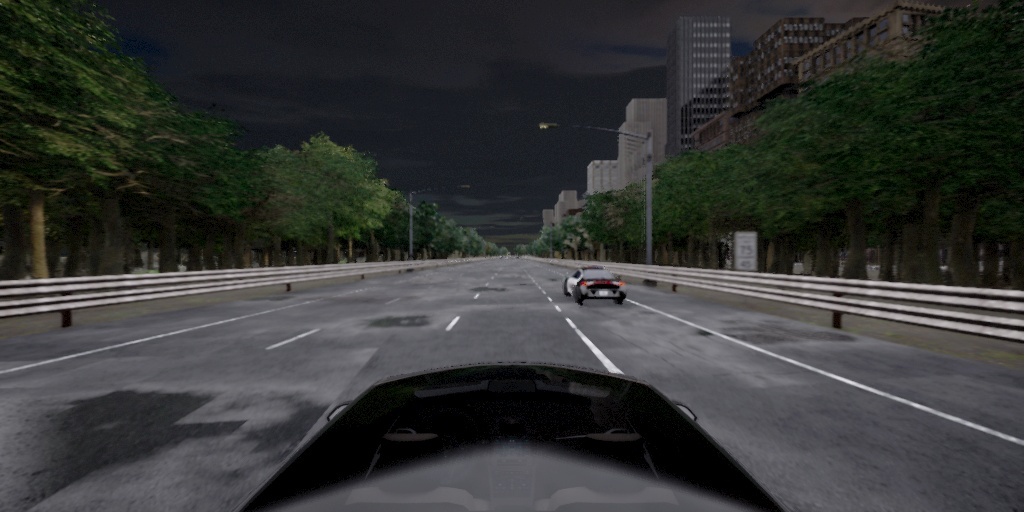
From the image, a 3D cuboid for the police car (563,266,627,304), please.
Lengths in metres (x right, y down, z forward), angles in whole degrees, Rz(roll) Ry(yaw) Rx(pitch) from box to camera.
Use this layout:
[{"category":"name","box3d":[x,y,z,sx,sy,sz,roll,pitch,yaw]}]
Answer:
[{"category":"police car","box3d":[3.558,1.252,16.350,2.038,1.542,4.974,0,0,0]}]
